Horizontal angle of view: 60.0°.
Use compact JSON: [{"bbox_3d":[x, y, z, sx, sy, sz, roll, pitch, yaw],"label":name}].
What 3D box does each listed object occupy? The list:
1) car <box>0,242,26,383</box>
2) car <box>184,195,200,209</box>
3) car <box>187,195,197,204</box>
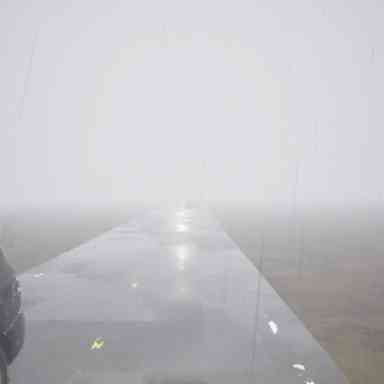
[{"bbox_3d":[-2.851,1.219,1.316,2.150,2.045,5.566,0,0,0],"label":"car"},{"bbox_3d":[0.049,1.423,43.159,1.812,1.442,4.674,0,0,0],"label":"car"},{"bbox_3d":[0.026,1.373,62.211,1.812,1.442,4.674,0,0,0],"label":"car"}]
